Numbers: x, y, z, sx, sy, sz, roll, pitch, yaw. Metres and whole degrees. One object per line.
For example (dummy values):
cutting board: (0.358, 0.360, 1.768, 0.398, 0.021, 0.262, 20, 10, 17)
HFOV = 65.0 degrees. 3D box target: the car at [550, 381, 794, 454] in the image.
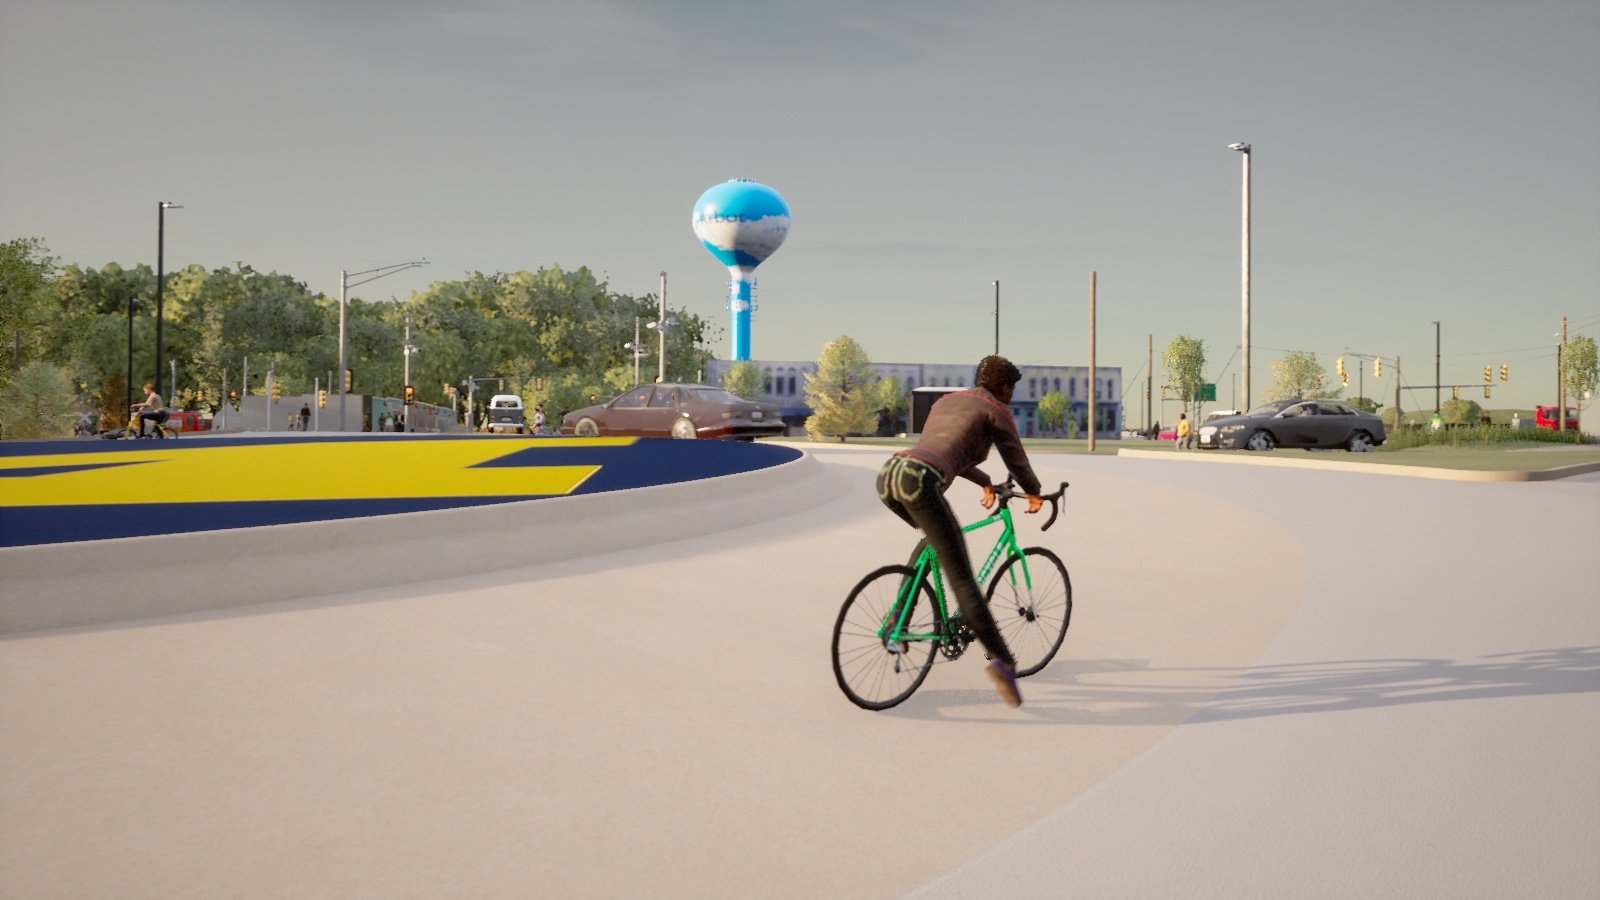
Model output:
car: (-2.829, -0.702, 26.963, 5.357, 1.411, 2.033, 1, 2, 40)

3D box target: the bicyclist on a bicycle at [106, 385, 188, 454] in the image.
bicyclist on a bicycle: (-15.895, -0.740, 30.597, 1.509, 1.612, 0.866, -1, 0, -5)

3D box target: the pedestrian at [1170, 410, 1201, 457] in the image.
pedestrian: (15.464, -0.643, 50.436, 0.900, 1.855, 0.874, 0, -1, -9)

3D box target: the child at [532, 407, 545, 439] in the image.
child: (-9.061, -0.927, 43.466, 0.394, 1.110, 0.255, 0, -1, -23)

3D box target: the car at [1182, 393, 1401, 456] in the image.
car: (12.533, -0.612, 32.128, 4.902, 1.511, 2.128, 0, 0, -14)

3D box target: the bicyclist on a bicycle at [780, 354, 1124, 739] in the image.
bicyclist on a bicycle: (0.763, 0.370, 6.044, 1.656, 1.620, 0.582, -3, 8, -39)

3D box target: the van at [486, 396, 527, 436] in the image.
van: (-15.730, -1.790, 67.378, 2.069, 2.038, 4.480, 0, 0, -13)

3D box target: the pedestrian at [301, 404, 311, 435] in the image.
pedestrian: (-29.413, -1.806, 74.727, 0.376, 1.854, 0.720, 0, -1, -6)

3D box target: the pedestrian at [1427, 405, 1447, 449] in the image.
pedestrian: (29.107, -1.039, 57.427, 0.659, 1.952, 0.873, 0, -1, 16)
